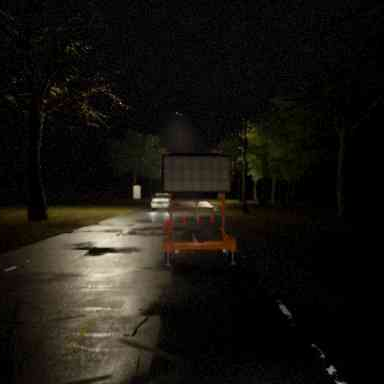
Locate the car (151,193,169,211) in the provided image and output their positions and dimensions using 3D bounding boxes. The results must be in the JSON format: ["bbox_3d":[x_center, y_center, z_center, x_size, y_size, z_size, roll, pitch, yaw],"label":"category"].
[{"bbox_3d":[-3.586,1.185,40.166,2.150,2.045,5.566,0,0,0],"label":"car"}]

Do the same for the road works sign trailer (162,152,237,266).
[{"bbox_3d":[0.162,0.440,11.548,2.380,3.560,2.880,0,0,-5],"label":"road works sign trailer"}]
